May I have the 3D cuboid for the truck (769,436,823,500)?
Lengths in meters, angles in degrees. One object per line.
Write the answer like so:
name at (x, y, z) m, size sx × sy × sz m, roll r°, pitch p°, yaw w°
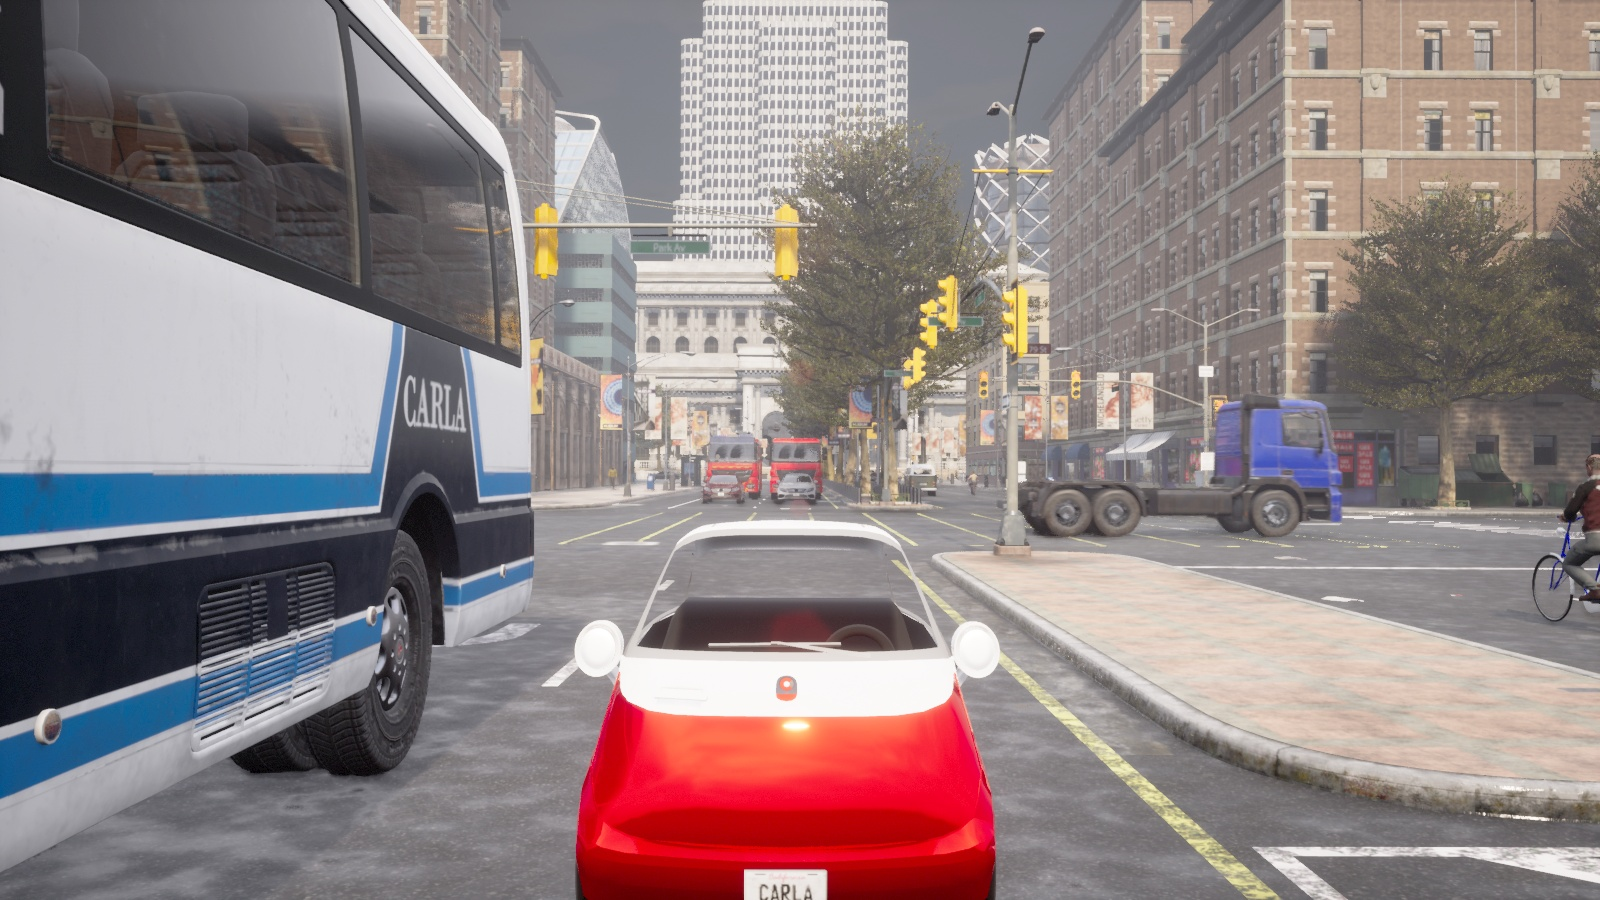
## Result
truck at (-0.204, 1.037, 71.874) m, size 2.891 × 3.462 × 7.936 m, roll 0°, pitch -1°, yaw 0°

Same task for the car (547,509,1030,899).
car at (-0.039, 0.953, 4.966) m, size 1.481 × 1.376 × 2.207 m, roll 0°, pitch -1°, yaw 0°

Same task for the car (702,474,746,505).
car at (-3.653, 1.877, 61.008) m, size 1.812 × 1.442 × 4.674 m, roll 0°, pitch -1°, yaw 1°

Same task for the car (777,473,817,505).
car at (-0.118, 1.859, 60.803) m, size 1.812 × 1.442 × 4.674 m, roll 0°, pitch -1°, yaw 1°

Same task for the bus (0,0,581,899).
bus at (-3.542, -0.482, 3.917) m, size 3.944 × 4.253 × 10.273 m, roll 0°, pitch -1°, yaw 0°

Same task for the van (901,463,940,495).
van at (7.775, 1.872, 81.524) m, size 2.069 × 2.038 × 4.480 m, roll 0°, pitch -1°, yaw 0°

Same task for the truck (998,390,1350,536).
truck at (9.167, 0.323, 31.457) m, size 7.936 × 3.462 × 2.891 m, roll 0°, pitch -1°, yaw 0°

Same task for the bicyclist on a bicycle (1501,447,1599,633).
bicyclist on a bicycle at (7.942, 0.866, 12.700) m, size 0.659 × 1.776 × 1.843 m, roll 0°, pitch -1°, yaw 0°

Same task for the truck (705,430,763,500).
truck at (-3.707, 0.879, 72.521) m, size 2.891 × 3.827 × 8.468 m, roll 0°, pitch -1°, yaw 0°
